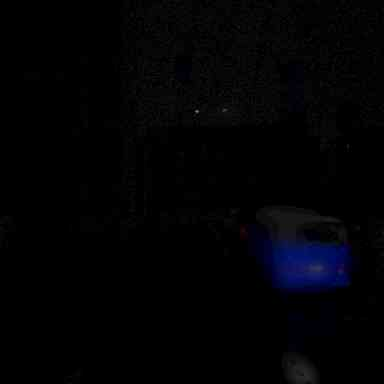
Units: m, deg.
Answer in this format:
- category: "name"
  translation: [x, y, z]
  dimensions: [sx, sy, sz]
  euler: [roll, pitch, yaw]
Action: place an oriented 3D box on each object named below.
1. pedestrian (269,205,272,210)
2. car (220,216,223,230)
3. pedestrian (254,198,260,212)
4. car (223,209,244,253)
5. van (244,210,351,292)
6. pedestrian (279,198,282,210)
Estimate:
- category: "pedestrian"
  translation: [7.001, 1.425, 29.690]
  dimensions: [0.375, 1.860, 0.375]
  euler: [0, -1, 0]
- category: "car"
  translation: [2.636, 1.713, 19.961]
  dimensions: [1.752, 1.417, 4.829]
  euler: [0, -1, 0]
- category: "pedestrian"
  translation: [6.000, 1.427, 30.889]
  dimensions: [0.375, 1.860, 0.375]
  euler: [0, -1, 0]
- category: "car"
  translation: [2.638, 1.574, 14.354]
  dimensions: [1.967, 1.590, 4.097]
  euler: [0, -1, 0]
- category: "van"
  translation: [2.641, 1.424, 8.918]
  dimensions: [1.690, 1.788, 3.998]
  euler: [0, -1, 0]
- category: "pedestrian"
  translation: [8.000, 1.437, 30.289]
  dimensions: [0.375, 1.860, 0.375]
  euler: [0, -1, 0]
